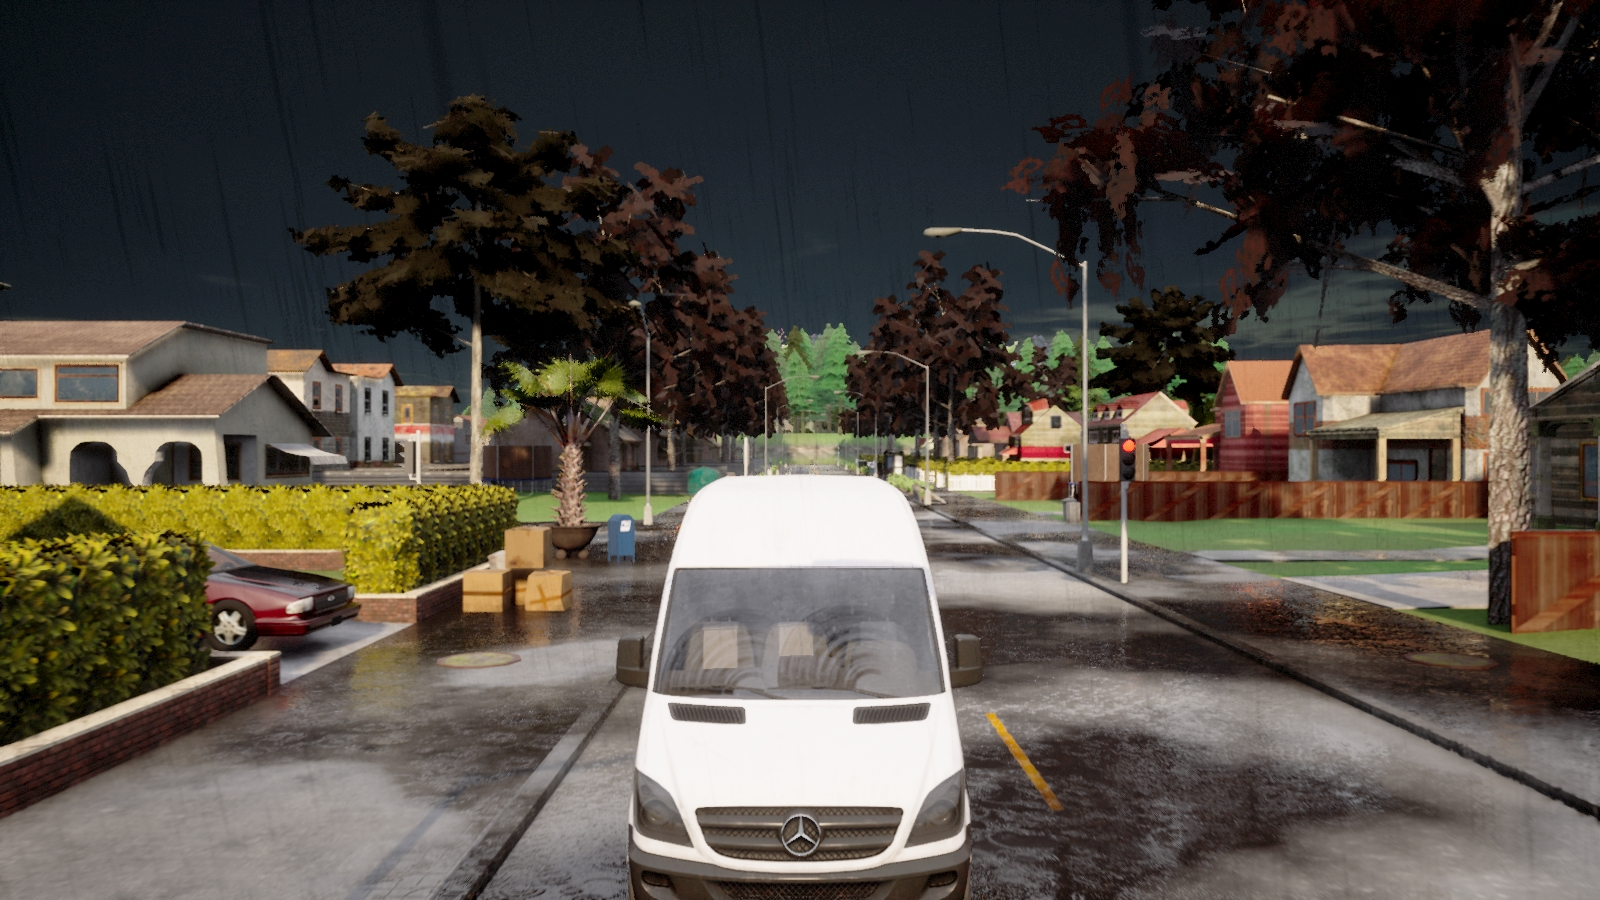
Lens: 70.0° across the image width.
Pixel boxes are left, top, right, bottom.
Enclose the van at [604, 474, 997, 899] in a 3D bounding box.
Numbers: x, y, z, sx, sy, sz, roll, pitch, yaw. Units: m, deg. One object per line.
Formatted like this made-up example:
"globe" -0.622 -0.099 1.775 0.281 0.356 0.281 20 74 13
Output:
"van" 0.003 1.534 8.735 1.988 2.561 5.915 0 0 0
